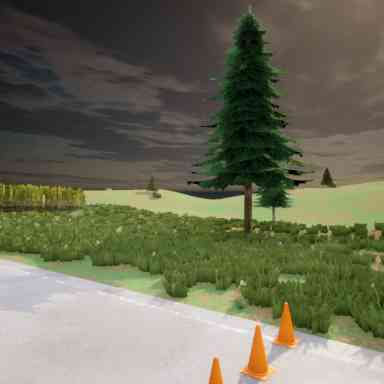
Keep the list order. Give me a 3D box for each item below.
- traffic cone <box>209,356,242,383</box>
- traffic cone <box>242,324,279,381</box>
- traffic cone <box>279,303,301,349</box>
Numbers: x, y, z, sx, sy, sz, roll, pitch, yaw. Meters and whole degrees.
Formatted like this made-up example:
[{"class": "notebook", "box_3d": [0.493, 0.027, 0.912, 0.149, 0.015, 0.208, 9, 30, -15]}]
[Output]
[{"class": "traffic cone", "box_3d": [0.243, 1.955, 3.359, 0.340, 0.580, 0.340, 0, 0, 36]}, {"class": "traffic cone", "box_3d": [0.828, 1.955, 4.171, 0.340, 0.580, 0.340, 0, 0, 36]}, {"class": "traffic cone", "box_3d": [1.412, 1.955, 4.982, 0.340, 0.580, 0.340, 0, 0, 36]}]
